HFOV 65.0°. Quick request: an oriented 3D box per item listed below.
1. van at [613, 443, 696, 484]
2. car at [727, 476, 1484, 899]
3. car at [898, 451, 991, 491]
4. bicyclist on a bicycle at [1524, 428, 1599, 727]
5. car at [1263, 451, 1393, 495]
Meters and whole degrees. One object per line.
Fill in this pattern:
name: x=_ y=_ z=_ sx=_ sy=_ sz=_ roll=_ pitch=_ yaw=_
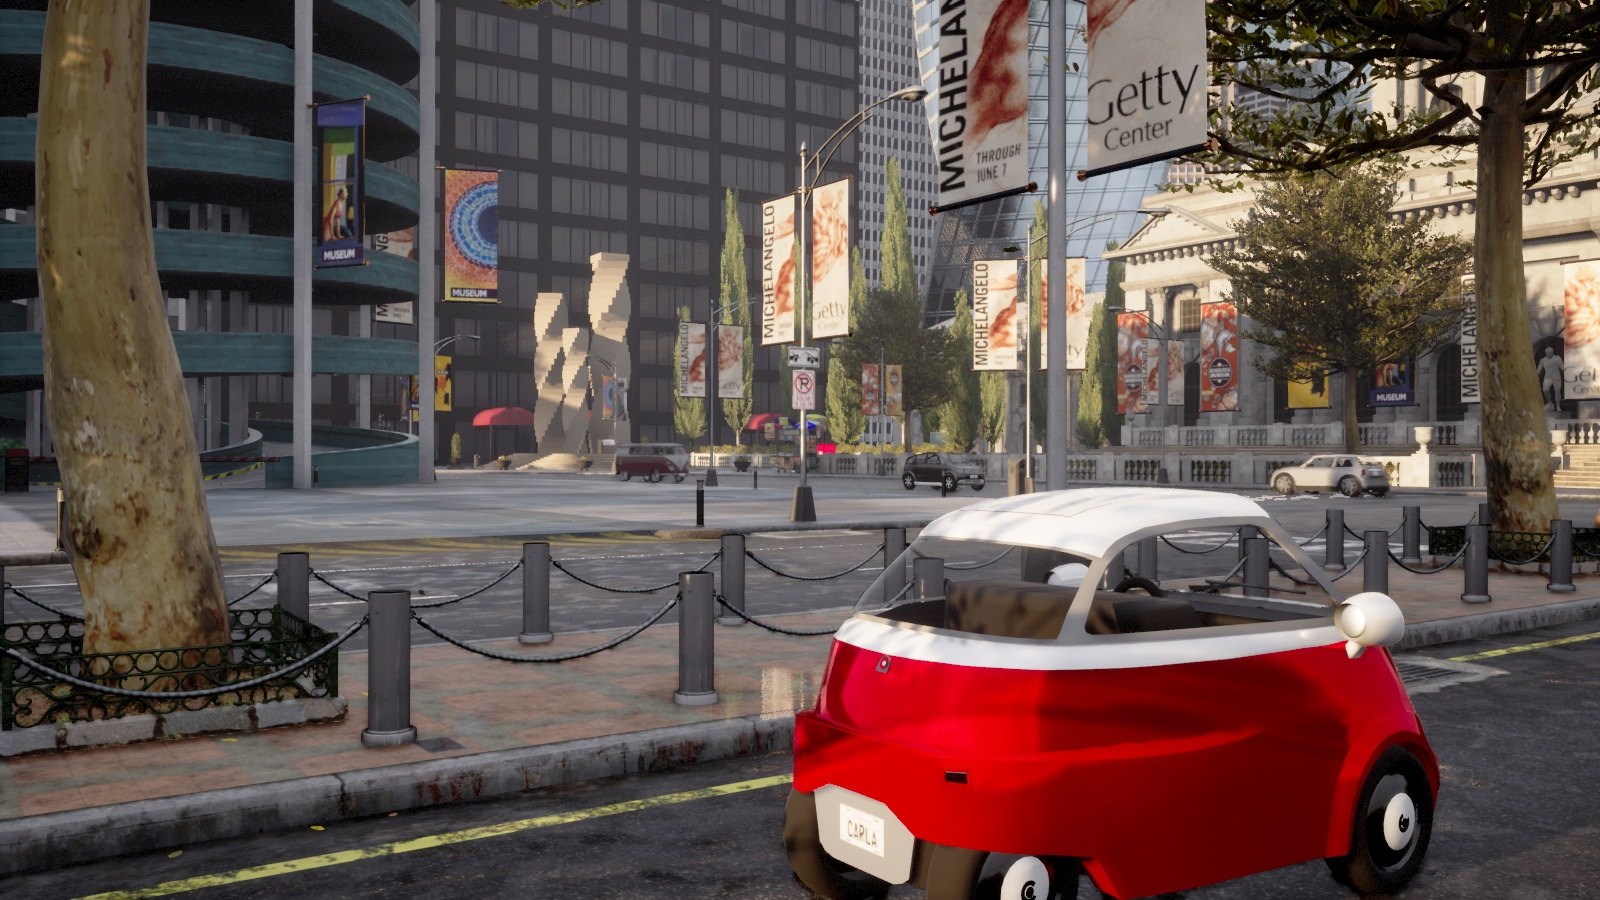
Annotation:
van: x=-7.372 y=0.668 z=63.210 sx=4.442 sy=1.987 sz=1.775 roll=0 pitch=0 yaw=45
car: x=1.080 y=0.808 z=4.410 sx=2.207 sy=1.376 sz=1.481 roll=0 pitch=0 yaw=-35
car: x=5.841 y=0.836 z=51.122 sx=1.789 sy=1.549 sz=3.705 roll=0 pitch=0 yaw=-35
bicyclist on a bicycle: x=4.964 y=0.688 z=7.177 sx=1.509 sy=1.612 sz=0.866 roll=0 pitch=0 yaw=-35
car: x=18.749 y=0.780 z=44.752 sx=1.970 sy=1.475 sz=3.806 roll=0 pitch=0 yaw=-35
